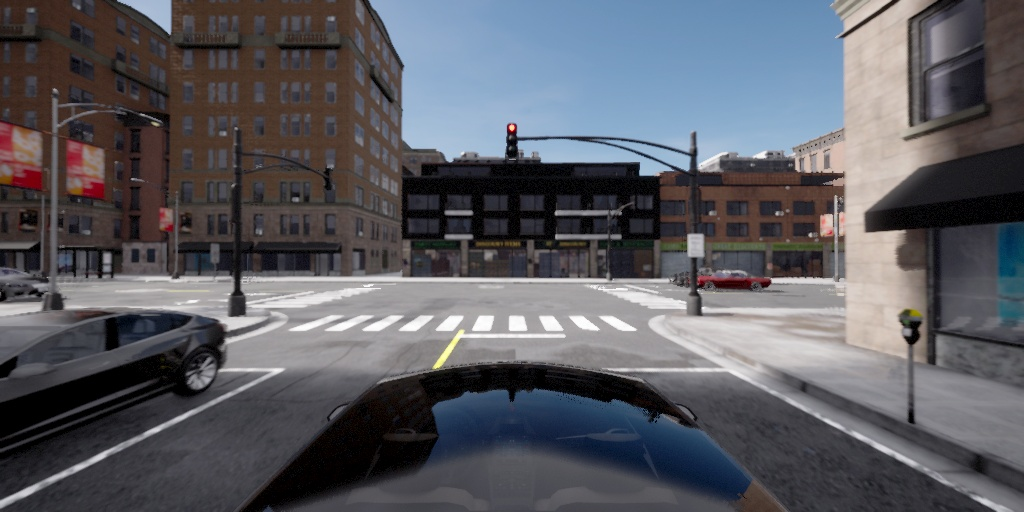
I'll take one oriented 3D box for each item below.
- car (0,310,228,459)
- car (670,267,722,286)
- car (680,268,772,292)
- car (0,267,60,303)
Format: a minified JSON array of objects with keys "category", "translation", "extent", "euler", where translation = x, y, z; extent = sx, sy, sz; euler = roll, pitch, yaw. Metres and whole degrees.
[{"category":"car","translation":[-5.387,1.334,3.988],"extent":[1.948,1.339,4.313],"euler":[0,0,0]},{"category":"car","translation":[14.175,1.535,26.330],"extent":[4.892,1.490,1.837],"euler":[0,0,0]},{"category":"car","translation":[13.766,1.603,23.078],"extent":[4.718,1.301,1.895],"euler":[0,0,0]},{"category":"car","translation":[-23.615,1.254,16.209],"extent":[4.902,1.511,2.128],"euler":[0,0,0]}]
